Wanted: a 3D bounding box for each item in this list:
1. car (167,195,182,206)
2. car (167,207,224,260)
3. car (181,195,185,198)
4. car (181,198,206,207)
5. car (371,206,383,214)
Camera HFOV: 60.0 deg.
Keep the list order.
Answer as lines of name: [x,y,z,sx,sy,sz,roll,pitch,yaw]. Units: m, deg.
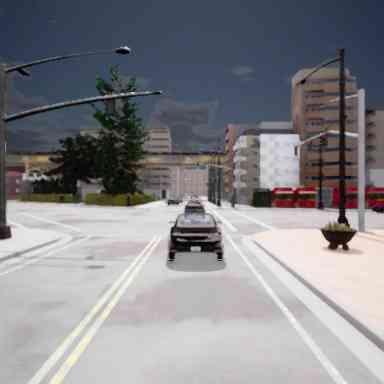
car: [-3.300,1.702,58.704,1.994,1.385,4.181,0,0,1]
car: [0.132,1.522,12.528,2.128,1.511,4.902,0,0,0]
car: [-3.188,1.531,74.205,2.097,1.767,4.553,0,0,0]
car: [0.228,1.608,31.426,1.837,1.490,4.892,0,0,0]
car: [23.529,1.936,38.556,4.718,1.301,1.895,1,0,0]
